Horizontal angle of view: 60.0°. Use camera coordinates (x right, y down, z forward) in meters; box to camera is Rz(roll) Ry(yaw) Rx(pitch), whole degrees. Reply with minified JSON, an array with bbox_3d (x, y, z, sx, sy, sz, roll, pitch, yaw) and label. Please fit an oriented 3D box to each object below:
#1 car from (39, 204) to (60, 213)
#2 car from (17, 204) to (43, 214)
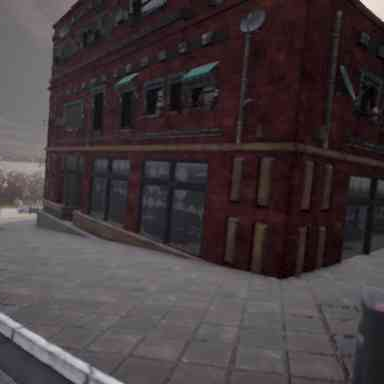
[{"bbox_3d":[-27.061,3.074,63.236,2.033,1.411,5.357,5,-3,-6],"label":"car"},{"bbox_3d":[-25.899,2.702,52.880,2.033,1.411,5.357,5,-3,-6],"label":"car"}]
